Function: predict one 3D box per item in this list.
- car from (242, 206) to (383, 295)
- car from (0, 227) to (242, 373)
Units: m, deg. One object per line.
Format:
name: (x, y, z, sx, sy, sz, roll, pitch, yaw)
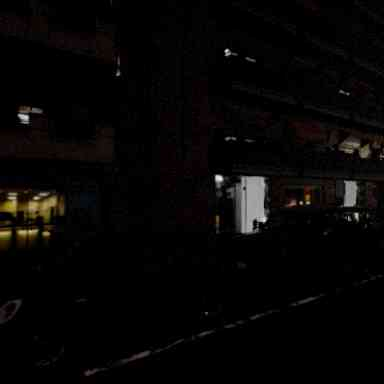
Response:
car: (3.143, 1.343, 9.011, 5.009, 1.841, 2.192, 0, 0, -37)
car: (-1.359, 1.465, 5.620, 4.097, 1.590, 1.967, 0, 0, -37)
